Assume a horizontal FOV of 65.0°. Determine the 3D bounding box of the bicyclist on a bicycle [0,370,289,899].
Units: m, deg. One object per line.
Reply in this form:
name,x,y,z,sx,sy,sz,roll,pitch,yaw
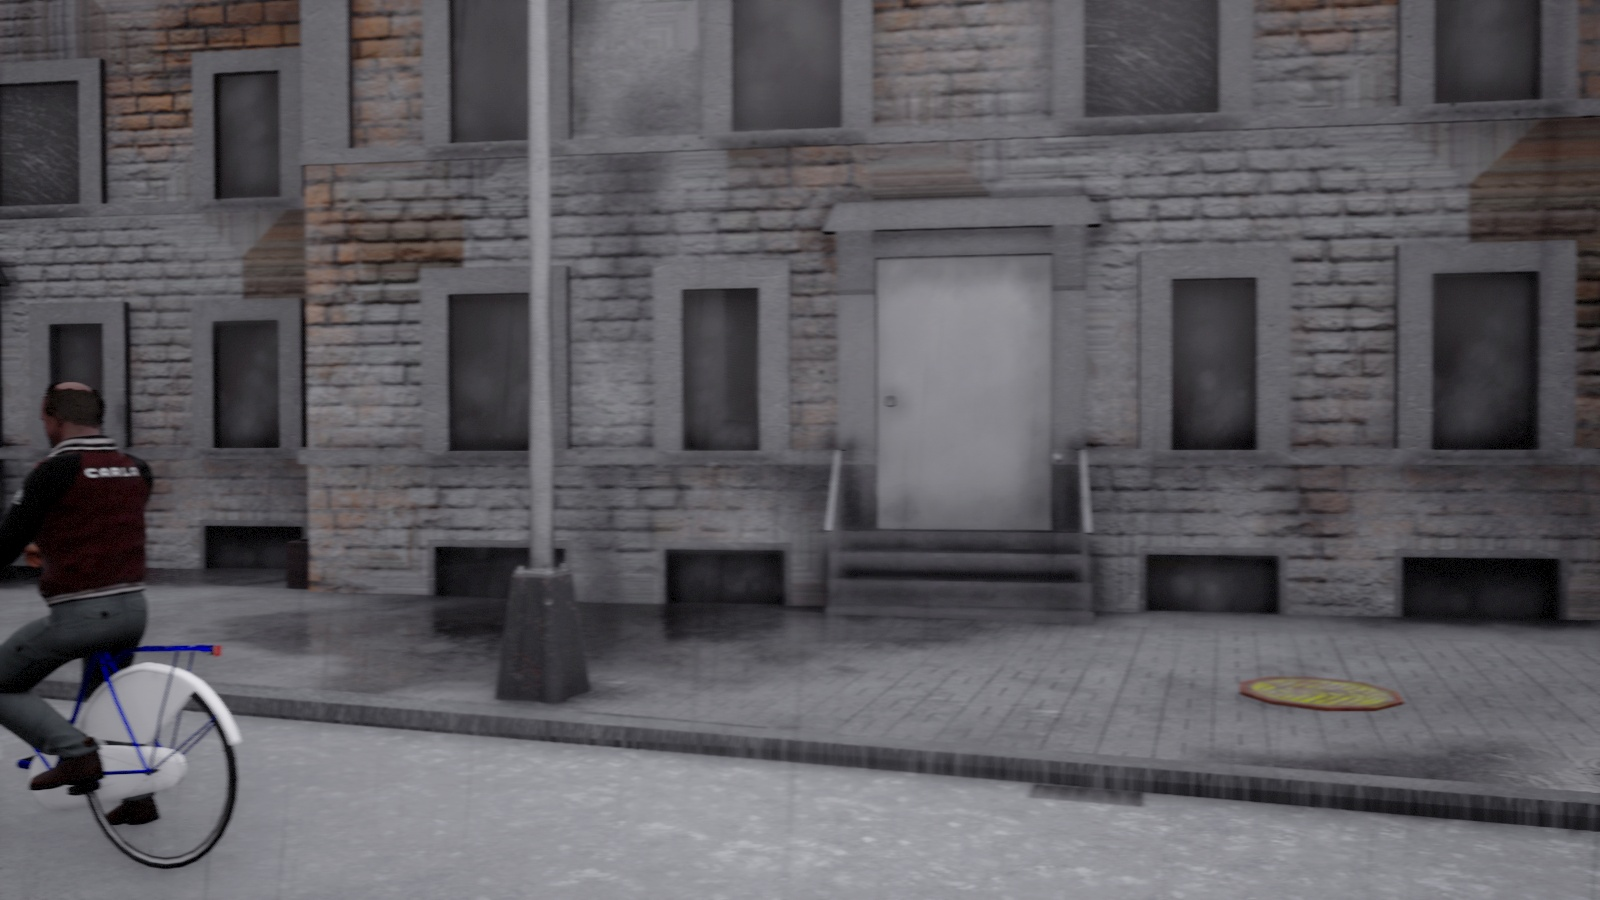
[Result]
bicyclist on a bicycle,-2.894,0.611,4.690,1.843,1.776,0.659,1,1,19
